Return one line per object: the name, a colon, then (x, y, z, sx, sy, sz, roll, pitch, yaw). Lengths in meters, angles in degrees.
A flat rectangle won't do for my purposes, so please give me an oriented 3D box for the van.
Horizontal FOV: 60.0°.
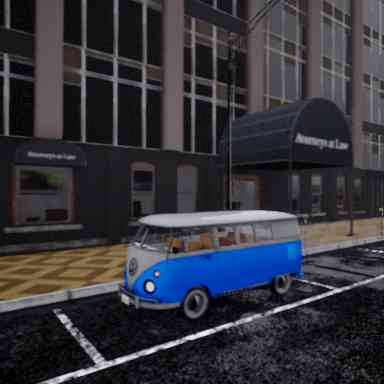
van: (0.569, 1.314, 6.946, 3.998, 1.788, 1.690, 0, 1, -35)
